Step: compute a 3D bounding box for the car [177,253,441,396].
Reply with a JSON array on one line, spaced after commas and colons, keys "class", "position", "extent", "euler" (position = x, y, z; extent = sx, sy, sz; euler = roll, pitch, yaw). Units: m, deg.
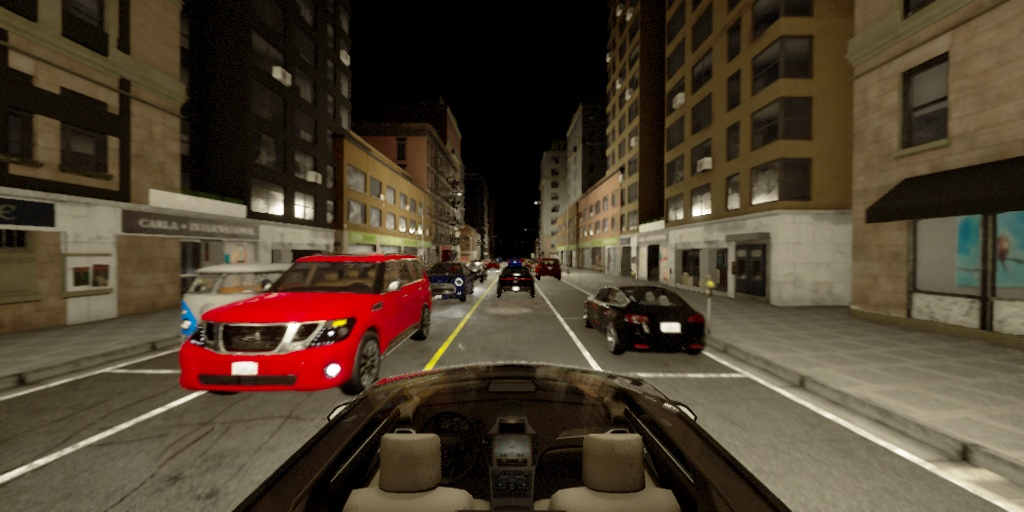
[{"class": "car", "position": [-3.079, 0.953, 6.925], "extent": [2.150, 2.045, 5.566], "euler": [0, 0, 0]}]

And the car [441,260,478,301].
[{"class": "car", "position": [-3.008, 1.084, 16.981], "extent": [2.097, 1.767, 4.553], "euler": [0, 0, 0]}]

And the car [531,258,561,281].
[{"class": "car", "position": [3.020, 1.087, 30.557], "extent": [2.192, 1.841, 5.009], "euler": [0, 0, 0]}]

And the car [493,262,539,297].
[{"class": "car", "position": [0.193, 1.252, 18.801], "extent": [1.837, 1.490, 4.892], "euler": [0, 0, 0]}]

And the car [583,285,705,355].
[{"class": "car", "position": [2.884, 1.329, 8.571], "extent": [1.948, 1.339, 4.313], "euler": [0, 0, 0]}]

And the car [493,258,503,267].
[{"class": "car", "position": [-2.697, 1.382, 52.781], "extent": [1.895, 1.301, 4.718], "euler": [0, 0, 0]}]

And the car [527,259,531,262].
[{"class": "car", "position": [3.087, 1.339, 41.549], "extent": [2.007, 1.370, 4.403], "euler": [0, 0, 0]}]

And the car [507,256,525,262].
[{"class": "car", "position": [0.415, 1.020, 54.272], "extent": [2.150, 2.045, 5.566], "euler": [0, 0, 0]}]

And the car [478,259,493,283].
[{"class": "car", "position": [-2.902, 1.230, 27.186], "extent": [2.128, 1.511, 4.902], "euler": [0, 0, 1]}]

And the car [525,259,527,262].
[{"class": "car", "position": [3.121, 1.344, 47.046], "extent": [1.888, 1.381, 4.507], "euler": [0, 0, 0]}]
